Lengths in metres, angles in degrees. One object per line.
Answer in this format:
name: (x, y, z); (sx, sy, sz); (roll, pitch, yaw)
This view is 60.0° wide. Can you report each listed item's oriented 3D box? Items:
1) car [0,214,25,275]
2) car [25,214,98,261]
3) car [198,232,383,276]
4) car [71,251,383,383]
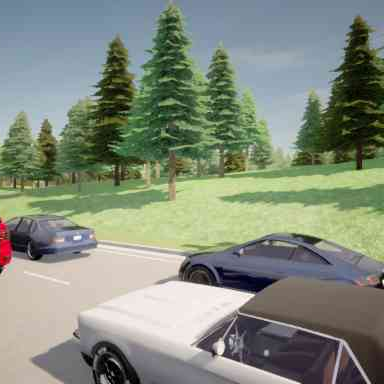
car: (-7.064, 1.221, 8.949); (5.566, 2.045, 2.150); (0, 0, 36)
car: (-5.802, 1.547, 12.353); (5.357, 1.411, 2.033); (0, 0, 35)
car: (1.756, 1.564, 7.036); (4.181, 1.385, 1.994); (0, 0, 35)
car: (0.907, 1.601, 3.344); (4.718, 1.301, 1.895); (0, 0, 35)
